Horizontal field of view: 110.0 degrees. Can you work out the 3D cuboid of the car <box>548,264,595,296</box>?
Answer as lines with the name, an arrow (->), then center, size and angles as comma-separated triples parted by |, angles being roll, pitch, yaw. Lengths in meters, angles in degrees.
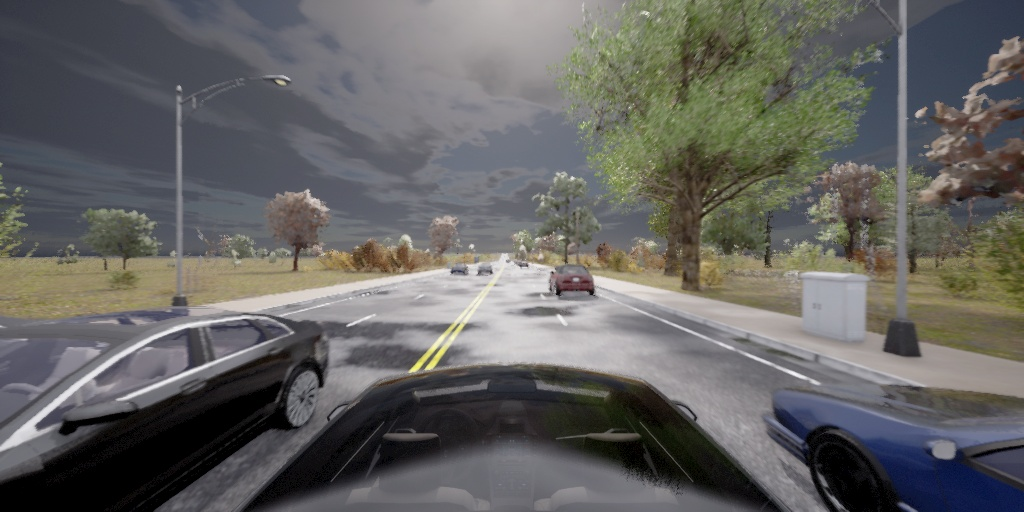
car -> 3.346, 1.264, 20.854 | 2.097, 1.767, 4.553 | 0, 0, 0

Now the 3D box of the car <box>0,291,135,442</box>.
car -> -6.601, 1.251, 2.812 | 2.128, 1.511, 4.902 | 0, -1, 0

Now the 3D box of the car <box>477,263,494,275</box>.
car -> -3.411, 1.642, 46.366 | 1.812, 1.442, 4.674 | 0, -1, 0

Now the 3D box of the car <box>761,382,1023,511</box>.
car -> 3.348, 1.291, 1.003 | 2.033, 1.411, 5.357 | 0, 0, 0

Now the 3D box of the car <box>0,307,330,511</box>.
car -> -3.351, 1.251, 2.828 | 2.128, 1.511, 4.902 | 0, -1, 0

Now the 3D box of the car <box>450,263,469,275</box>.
car -> -6.657, 1.661, 46.002 | 2.033, 1.411, 5.357 | 0, 0, 0
